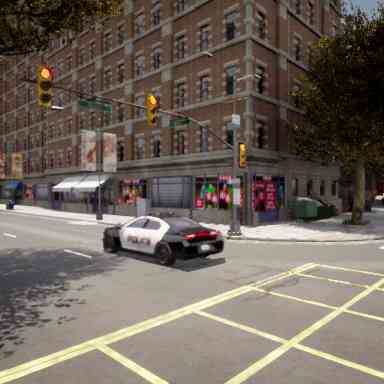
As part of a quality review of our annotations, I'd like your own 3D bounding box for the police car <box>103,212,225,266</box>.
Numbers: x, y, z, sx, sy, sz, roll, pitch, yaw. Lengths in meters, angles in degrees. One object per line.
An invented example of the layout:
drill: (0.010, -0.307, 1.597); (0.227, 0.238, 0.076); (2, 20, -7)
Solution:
police car: (-1.311, 1.509, 11.782); (4.974, 1.542, 2.038); (0, 0, 44)
